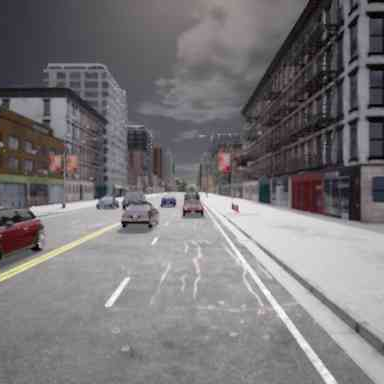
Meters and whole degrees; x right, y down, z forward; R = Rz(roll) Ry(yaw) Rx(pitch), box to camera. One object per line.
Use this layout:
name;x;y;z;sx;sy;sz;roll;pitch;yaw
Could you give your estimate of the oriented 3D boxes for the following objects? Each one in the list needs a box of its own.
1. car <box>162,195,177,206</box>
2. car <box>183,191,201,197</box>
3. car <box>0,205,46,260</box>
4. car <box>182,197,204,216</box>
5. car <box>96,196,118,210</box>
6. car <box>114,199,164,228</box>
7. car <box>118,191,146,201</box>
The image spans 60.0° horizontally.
car;-3.148;1.149;46.060;1.882;1.535;5.008;0;1;0
car;0.031;0.909;44.164;2.150;2.045;5.566;0;1;1
car;-6.500;1.277;10.515;2.097;1.767;4.553;0;0;0
car;0.095;1.388;29.770;1.895;1.301;4.718;0;0;0
car;-9.830;1.247;39.055;1.812;1.442;4.674;0;0;0
car;-3.151;1.398;20.930;2.033;1.411;5.357;0;0;0
car;-6.585;0.946;38.367;2.150;2.045;5.566;0;1;0
